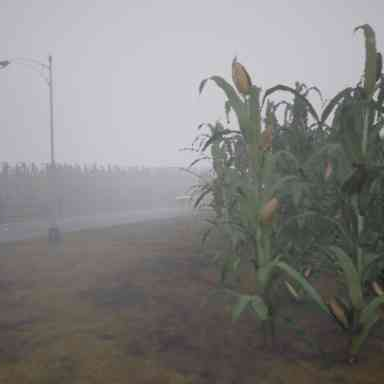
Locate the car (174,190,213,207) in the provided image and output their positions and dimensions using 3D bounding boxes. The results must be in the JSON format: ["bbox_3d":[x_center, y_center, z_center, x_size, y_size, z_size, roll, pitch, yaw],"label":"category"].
[{"bbox_3d":[0.218,0.587,32.737,1.882,1.535,5.008,0,2,36],"label":"car"}]
